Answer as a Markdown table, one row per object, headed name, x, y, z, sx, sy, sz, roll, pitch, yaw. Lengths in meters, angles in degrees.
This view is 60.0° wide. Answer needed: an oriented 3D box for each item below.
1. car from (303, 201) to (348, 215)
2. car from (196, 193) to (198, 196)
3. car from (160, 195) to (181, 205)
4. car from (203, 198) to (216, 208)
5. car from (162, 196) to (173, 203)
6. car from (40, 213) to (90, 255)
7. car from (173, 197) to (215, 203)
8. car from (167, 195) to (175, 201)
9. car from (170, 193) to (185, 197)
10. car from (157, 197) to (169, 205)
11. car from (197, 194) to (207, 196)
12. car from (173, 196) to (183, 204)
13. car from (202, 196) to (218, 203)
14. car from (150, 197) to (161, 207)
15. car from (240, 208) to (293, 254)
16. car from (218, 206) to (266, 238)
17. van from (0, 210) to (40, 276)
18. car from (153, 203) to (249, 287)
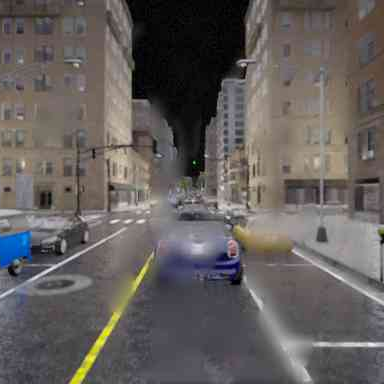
| name | x | y | z | sx | sy | sz | roll | pitch | yaw |
| --- | --- | --- | --- | --- | --- | --- | --- | --- | --- |
| car | 13.598 | 1.557 | 33.238 | 4.718 | 1.301 | 1.895 | 0 | 0 | 0 |
| car | 2.653 | 1.407 | 79.569 | 2.192 | 1.841 | 5.009 | 0 | 0 | 0 |
| car | -2.833 | 1.534 | 45.342 | 1.882 | 1.535 | 5.008 | 0 | 0 | 0 |
| car | 2.647 | 1.645 | 51.159 | 1.802 | 1.307 | 4.206 | 0 | 0 | 0 |
| car | -5.373 | 1.637 | 73.885 | 2.008 | 1.369 | 4.403 | 0 | 0 | 0 |
| car | -5.388 | 1.567 | 13.196 | 2.008 | 1.369 | 4.403 | 0 | 0 | 0 |
| car | 0.167 | 1.379 | 21.316 | 2.097 | 1.767 | 4.553 | 0 | 0 | 1 |
| car | -5.371 | 1.537 | 85.247 | 1.967 | 1.590 | 4.097 | 0 | 0 | 0 |
| car | -2.810 | 1.289 | 55.331 | 2.150 | 2.045 | 5.566 | 0 | 0 | 1 |
| car | -5.375 | 1.641 | 62.522 | 1.947 | 1.339 | 4.313 | 0 | 0 | 0 |
| car | 2.651 | 1.521 | 68.205 | 1.967 | 1.590 | 4.097 | 0 | 0 | 0 |
| car | -2.737 | 1.603 | 65.437 | 1.812 | 1.442 | 4.674 | 0 | 0 | 0 |
| car | 2.646 | 1.607 | 45.478 | 2.008 | 1.369 | 4.403 | 0 | 0 | 0 |
| car | -5.378 | 1.588 | 50.990 | 1.752 | 1.417 | 4.829 | 0 | 0 | 0 |
| car | 2.647 | 1.542 | 13.366 | 1.752 | 1.417 | 4.829 | 0 | 0 | 0 |
| car | 2.643 | 1.574 | 18.602 | 2.008 | 1.369 | 4.403 | 0 | 0 | 0 |
| van | -5.390 | 1.351 | 7.790 | 1.690 | 1.788 | 3.998 | 0 | 0 | 0 |
| car | 0.097 | 1.364 | 9.572 | 2.097 | 1.767 | 4.553 | 0 | 0 | -1 |
